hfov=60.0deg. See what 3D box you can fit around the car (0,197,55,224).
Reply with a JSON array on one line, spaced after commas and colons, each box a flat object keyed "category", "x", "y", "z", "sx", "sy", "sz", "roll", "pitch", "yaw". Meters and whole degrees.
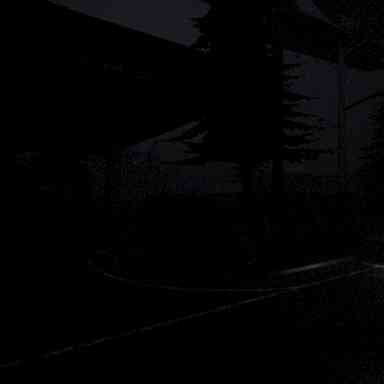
[{"category": "car", "x": -11.918, "y": 1.313, "z": 23.510, "sx": 3.866, "sy": 1.878, "sz": 1.905, "roll": 0, "pitch": 0, "yaw": -36}]
